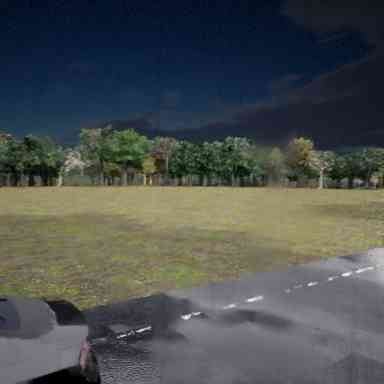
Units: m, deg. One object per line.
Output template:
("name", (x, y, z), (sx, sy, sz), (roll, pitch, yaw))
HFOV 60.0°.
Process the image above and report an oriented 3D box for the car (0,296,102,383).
("car", (-3.006, 1.491, 1.848), (4.902, 1.511, 2.128), (0, 0, -36))
